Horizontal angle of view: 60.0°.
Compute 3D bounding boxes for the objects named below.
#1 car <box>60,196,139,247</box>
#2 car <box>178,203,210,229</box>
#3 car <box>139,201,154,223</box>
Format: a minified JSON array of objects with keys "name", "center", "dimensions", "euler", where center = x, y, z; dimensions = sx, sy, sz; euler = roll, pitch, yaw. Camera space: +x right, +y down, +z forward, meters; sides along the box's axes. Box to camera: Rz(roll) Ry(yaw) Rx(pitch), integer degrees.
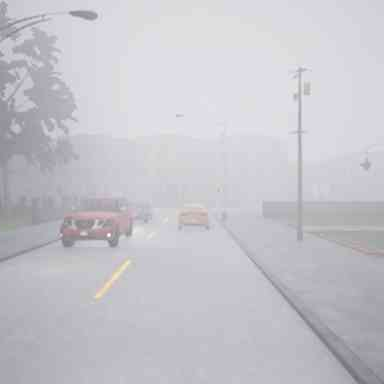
[{"name":"car","center":[-4.100,1.214,15.308],"dimensions":[2.150,2.045,5.566],"euler":[0,0,0]},{"name":"car","center":[0.104,1.467,21.334],"dimensions":[1.882,1.535,5.008],"euler":[0,0,0]},{"name":"car","center":[-4.063,1.479,25.389],"dimensions":[2.128,1.511,4.902],"euler":[0,0,0]}]
